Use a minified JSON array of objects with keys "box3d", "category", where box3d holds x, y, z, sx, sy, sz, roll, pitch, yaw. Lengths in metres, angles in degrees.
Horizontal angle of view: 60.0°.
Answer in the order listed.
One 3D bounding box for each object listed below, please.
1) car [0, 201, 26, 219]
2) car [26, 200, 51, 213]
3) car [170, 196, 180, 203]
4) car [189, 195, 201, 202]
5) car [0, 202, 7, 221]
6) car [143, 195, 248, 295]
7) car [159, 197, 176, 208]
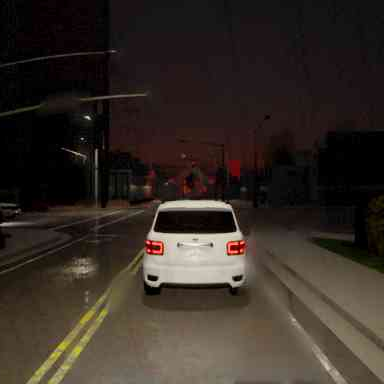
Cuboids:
[{"box3d":[-17.303,1.339,27.570,5.566,2.045,2.150,-1,0,0],"category":"car"},{"box3d":[-18.594,1.662,38.131,4.674,1.442,1.812,-1,0,1],"category":"car"},{"box3d":[-3.431,1.572,67.701,1.994,1.385,4.181,0,0,0],"category":"car"},{"box3d":[0.828,1.464,78.702,1.882,1.535,5.008,0,0,12],"category":"car"},{"box3d":[-16.222,1.667,24.074,4.181,1.385,1.994,-1,0,0],"category":"car"},{"box3d":[0.078,1.221,8.832,2.150,2.045,5.566,0,0,0],"category":"car"},{"box3d":[-3.543,1.547,49.137,2.033,1.411,5.357,0,0,0],"category":"car"}]
